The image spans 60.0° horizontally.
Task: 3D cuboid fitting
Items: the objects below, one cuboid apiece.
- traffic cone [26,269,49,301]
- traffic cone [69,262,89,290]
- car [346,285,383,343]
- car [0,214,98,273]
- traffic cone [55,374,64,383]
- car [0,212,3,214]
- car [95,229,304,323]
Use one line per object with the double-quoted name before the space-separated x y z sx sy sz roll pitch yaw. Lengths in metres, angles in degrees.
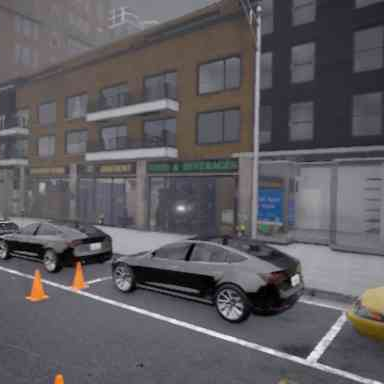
"traffic cone" -3.240 1.925 6.983 0.340 0.580 0.340 1 0 36
"traffic cone" -2.648 1.933 7.788 0.340 0.580 0.340 1 0 36
"car" 4.518 1.588 3.927 4.829 1.417 1.752 1 1 36
"car" -4.343 1.525 10.447 4.313 1.339 1.947 1 1 36
"traffic cone" -1.203 1.947 3.002 0.340 0.580 0.340 1 0 36
"car" -8.842 1.457 13.758 4.403 1.369 2.008 1 1 36
"car" 0.156 1.578 7.137 4.313 1.339 1.947 1 1 36
